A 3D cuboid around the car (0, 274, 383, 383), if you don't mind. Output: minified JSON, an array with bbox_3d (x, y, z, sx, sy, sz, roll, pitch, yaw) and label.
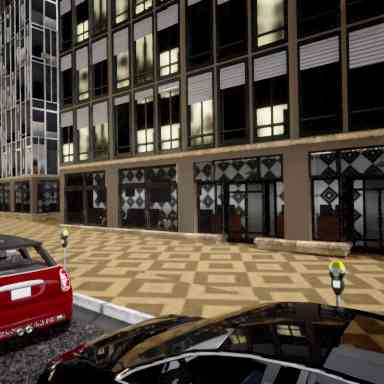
[{"bbox_3d":[0.642,1.566,2.454,4.313,1.339,1.947,0,-1,36],"label":"car"}]

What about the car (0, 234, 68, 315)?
[{"bbox_3d":[-3.933,1.441,5.833,4.097,1.590,1.967,0,-1,37],"label":"car"}]
